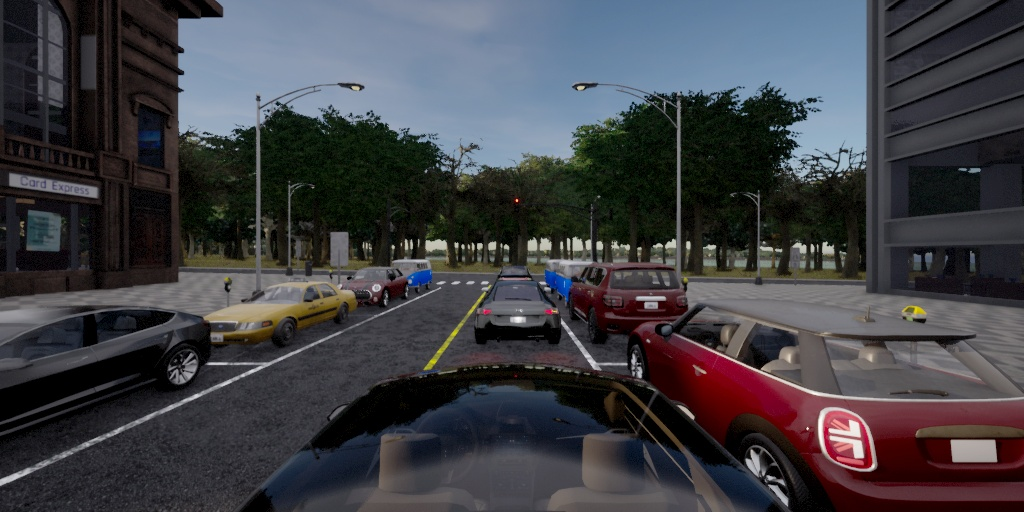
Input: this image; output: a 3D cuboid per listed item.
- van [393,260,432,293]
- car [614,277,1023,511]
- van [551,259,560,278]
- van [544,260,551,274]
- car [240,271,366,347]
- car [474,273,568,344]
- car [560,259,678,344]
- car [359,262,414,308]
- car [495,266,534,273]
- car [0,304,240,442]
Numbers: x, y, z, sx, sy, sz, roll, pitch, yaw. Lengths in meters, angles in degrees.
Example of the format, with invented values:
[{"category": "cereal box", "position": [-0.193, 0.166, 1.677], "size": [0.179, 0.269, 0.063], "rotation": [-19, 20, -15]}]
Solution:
[{"category": "van", "position": [-5.729, 1.091, 20.413], "size": [1.690, 1.789, 3.998], "rotation": [0, 0, 0]}, {"category": "car", "position": [2.766, 1.190, 4.084], "size": [1.967, 1.591, 4.097], "rotation": [0, 0, 0]}, {"category": "van", "position": [2.786, 1.091, 14.959], "size": [1.690, 1.789, 3.998], "rotation": [0, 0, 0]}, {"category": "van", "position": [2.796, 1.091, 20.397], "size": [1.690, 1.789, 3.998], "rotation": [0, 0, 0]}, {"category": "car", "position": [-5.750, 1.275, 9.368], "size": [1.751, 1.417, 4.829], "rotation": [0, 0, 0]}, {"category": "car", "position": [0.118, 1.314, 9.570], "size": [1.994, 1.385, 4.181], "rotation": [0, 0, 0]}, {"category": "car", "position": [2.776, 1.065, 9.522], "size": [2.192, 1.841, 5.009], "rotation": [0, 0, 0]}, {"category": "car", "position": [-5.739, 1.190, 14.975], "size": [1.967, 1.591, 4.097], "rotation": [0, 0, 0]}, {"category": "car", "position": [0.131, 1.242, 18.451], "size": [2.128, 1.511, 4.902], "rotation": [0, 0, 0]}, {"category": "car", "position": [-5.759, 1.316, 4.100], "size": [1.948, 1.339, 4.313], "rotation": [0, 0, 0]}]
